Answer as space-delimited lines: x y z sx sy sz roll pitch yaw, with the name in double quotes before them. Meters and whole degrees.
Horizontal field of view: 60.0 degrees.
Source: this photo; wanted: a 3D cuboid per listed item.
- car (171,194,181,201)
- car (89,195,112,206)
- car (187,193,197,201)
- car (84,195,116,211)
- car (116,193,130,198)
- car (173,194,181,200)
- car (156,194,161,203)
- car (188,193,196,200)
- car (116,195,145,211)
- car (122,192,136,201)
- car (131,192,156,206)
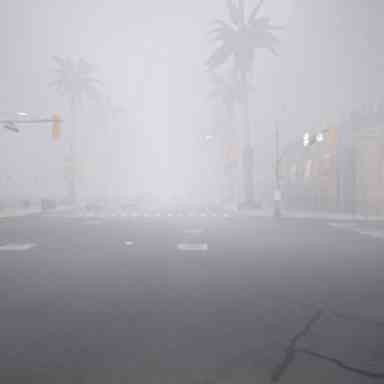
"car" -3.418 1.210 68.928 2.033 1.411 5.357 0 0 -1
"car" -13.640 1.269 50.032 2.161 1.482 4.786 0 0 -1
"car" 0.082 1.209 68.905 2.033 1.411 5.357 0 0 -1
"car" -10.560 1.362 37.919 2.033 1.411 5.357 0 0 0
"car" -10.539 1.275 47.383 1.837 1.490 4.892 0 0 0
"car" -3.519 1.206 79.368 1.895 1.301 4.718 0 0 -1
"car" -6.918 1.192 62.213 2.128 1.511 4.902 0 0 0
"car" -0.019 1.111 79.371 1.837 1.490 4.892 0 0 -1
"car" -7.085 1.359 38.833 2.033 1.411 5.357 0 0 -4
"car" -13.546 1.006 71.962 2.185 1.767 4.553 0 0 -1
"car" -7.029 0.979 48.878 2.150 2.045 5.566 0 1 0
